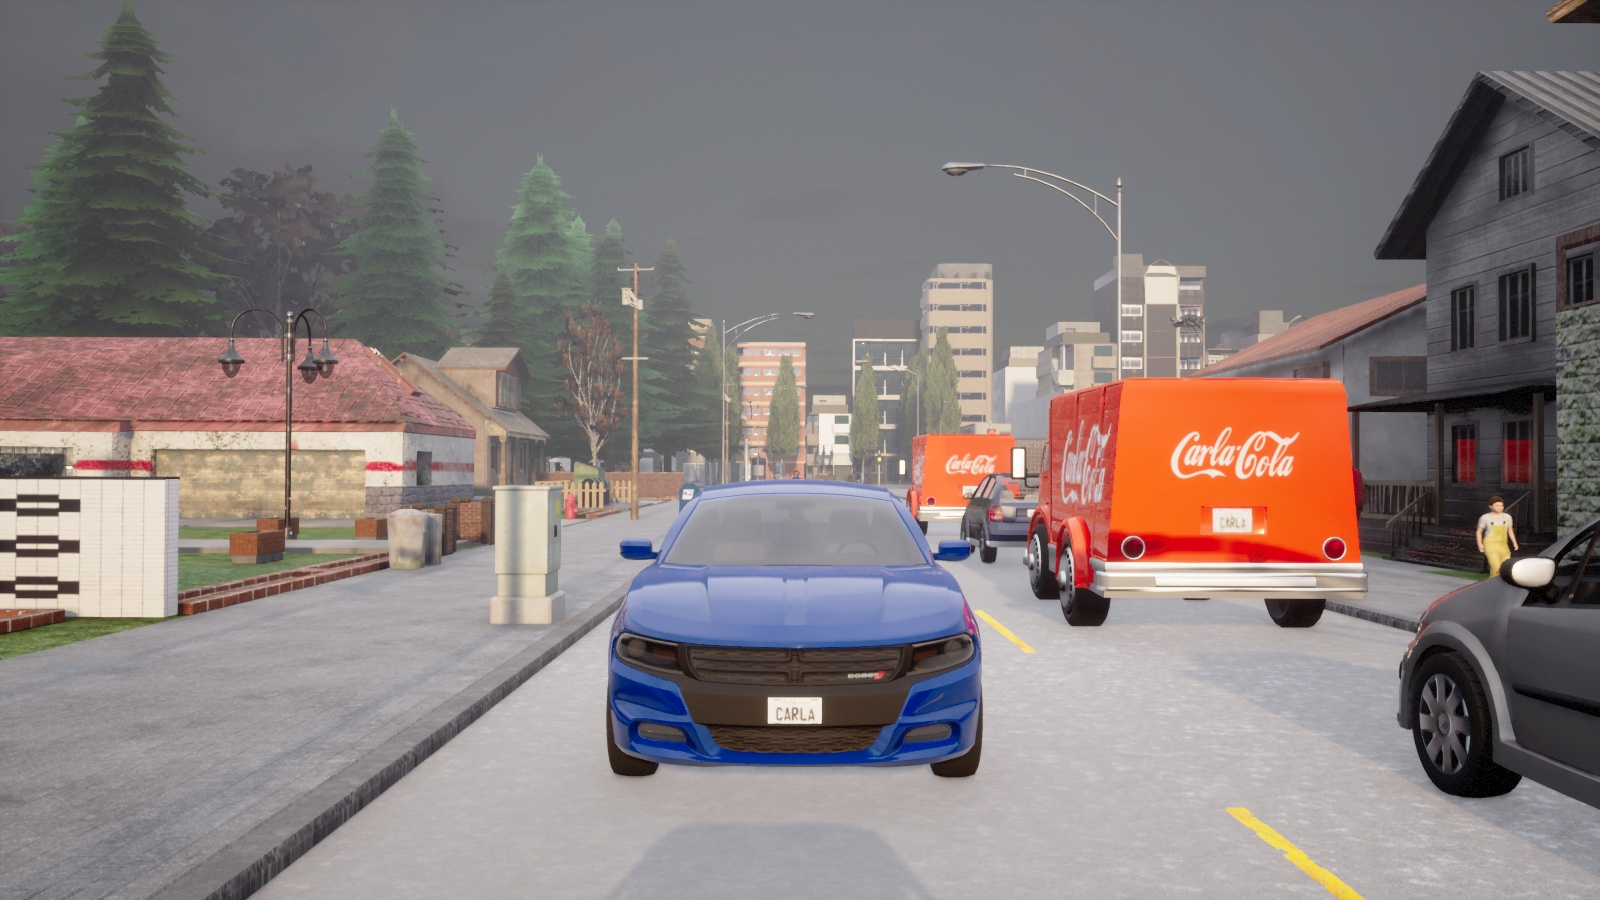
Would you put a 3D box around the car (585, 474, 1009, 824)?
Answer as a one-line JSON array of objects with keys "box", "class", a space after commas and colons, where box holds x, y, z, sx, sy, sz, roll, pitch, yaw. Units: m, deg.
[{"box": [-0.024, 0.928, 8.083, 1.882, 1.535, 5.008, 0, -1, 0], "class": "car"}]

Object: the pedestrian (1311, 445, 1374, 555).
[{"box": [9.332, 0.849, 21.632, 0.634, 1.844, 0.899, 0, -1, -3], "class": "pedestrian"}]

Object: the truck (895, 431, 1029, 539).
[{"box": [3.919, 0.840, 31.491, 2.627, 2.467, 5.204, 0, -1, -1], "class": "truck"}]

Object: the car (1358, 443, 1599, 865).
[{"box": [3.986, 0.778, 4.860, 1.851, 1.617, 3.988, 0, -1, 0], "class": "car"}]

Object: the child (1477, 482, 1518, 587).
[{"box": [8.587, 1.029, 15.469, 0.270, 1.263, 0.437, 0, -1, 5], "class": "child"}]

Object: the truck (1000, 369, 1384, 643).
[{"box": [3.953, 0.546, 13.944, 2.627, 2.467, 5.204, 0, -1, 0], "class": "truck"}]

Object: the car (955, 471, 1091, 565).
[{"box": [3.938, 1.158, 22.732, 1.789, 1.549, 3.705, 0, -1, 0], "class": "car"}]
